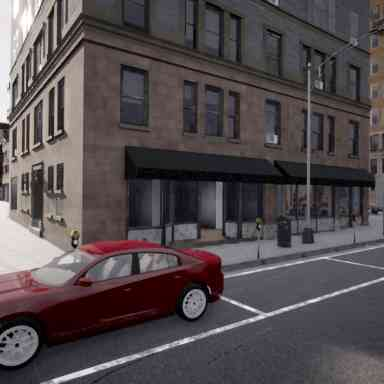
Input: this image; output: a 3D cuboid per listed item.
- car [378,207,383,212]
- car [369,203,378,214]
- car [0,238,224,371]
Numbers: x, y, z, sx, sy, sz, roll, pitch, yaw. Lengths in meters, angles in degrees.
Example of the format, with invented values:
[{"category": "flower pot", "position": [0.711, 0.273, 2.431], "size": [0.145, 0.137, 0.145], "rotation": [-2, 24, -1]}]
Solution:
[{"category": "car", "position": [16.400, 1.370, 33.254], "size": [1.837, 1.490, 4.892], "rotation": [1, 0, -35]}, {"category": "car", "position": [14.143, 1.364, 30.824], "size": [1.812, 1.442, 4.674], "rotation": [1, 0, -33]}, {"category": "car", "position": [-1.490, 1.545, 5.690], "size": [4.507, 1.381, 1.887], "rotation": [0, 1, -35]}]
